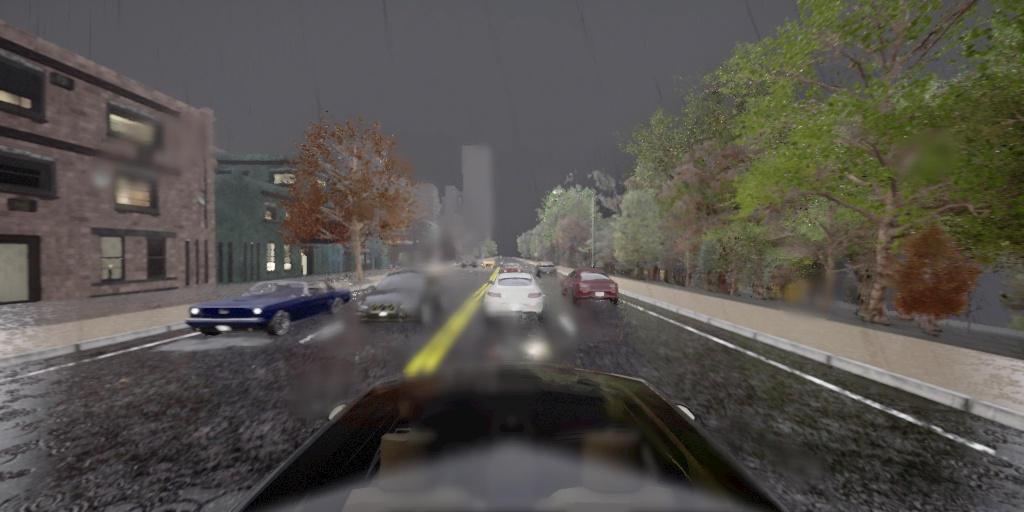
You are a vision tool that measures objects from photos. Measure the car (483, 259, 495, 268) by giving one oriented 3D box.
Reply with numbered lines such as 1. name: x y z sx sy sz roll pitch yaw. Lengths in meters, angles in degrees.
1. car: -3.842 1.222 60.195 1.882 1.535 5.008 0 0 -1

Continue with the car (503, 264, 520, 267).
1. car: -0.046 1.346 33.306 1.895 1.301 4.718 0 0 -1

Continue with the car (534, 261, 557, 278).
1. car: 3.191 1.237 33.986 2.128 1.511 4.902 0 0 -1

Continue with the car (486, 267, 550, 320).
1. car: 0.102 1.274 12.472 1.812 1.442 4.674 0 0 0

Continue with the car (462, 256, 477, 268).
1. car: -7.090 0.966 60.556 2.150 2.045 5.566 0 0 -1

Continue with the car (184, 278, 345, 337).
1. car: -6.599 1.350 10.417 1.895 1.301 4.718 0 0 0

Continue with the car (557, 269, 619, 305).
1. car: 3.338 1.273 15.876 1.812 1.442 4.674 0 0 0

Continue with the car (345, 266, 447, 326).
1. car: -3.351 1.253 11.742 1.837 1.490 4.892 0 0 0
